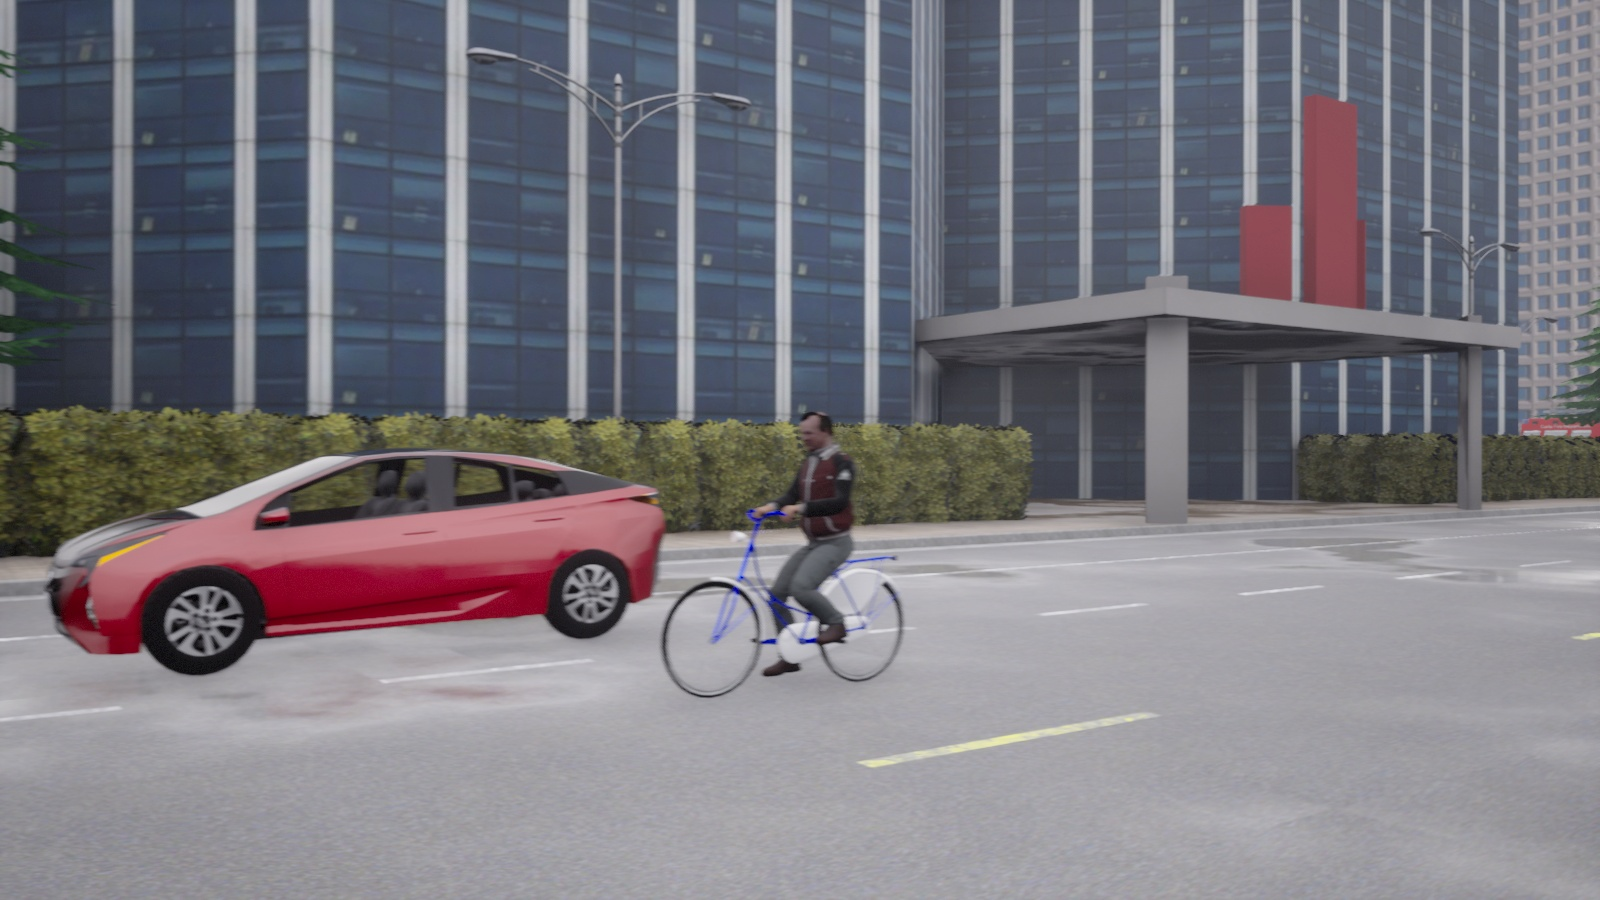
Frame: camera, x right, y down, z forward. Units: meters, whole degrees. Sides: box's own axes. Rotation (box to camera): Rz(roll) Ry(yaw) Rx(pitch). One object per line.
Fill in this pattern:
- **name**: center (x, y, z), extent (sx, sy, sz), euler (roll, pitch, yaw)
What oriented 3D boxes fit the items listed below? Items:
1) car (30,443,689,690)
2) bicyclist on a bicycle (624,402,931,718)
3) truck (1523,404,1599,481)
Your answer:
- **car**: center (-3.336, 0.723, 9.866), extent (4.514, 1.525, 2.007), euler (0, 0, -35)
- **bicyclist on a bicycle**: center (-0.107, 0.634, 7.849), extent (1.843, 1.776, 0.659), euler (1, -1, -35)
- **truck**: center (41.210, -0.353, 62.680), extent (2.891, 3.827, 8.468), euler (0, 0, -34)
